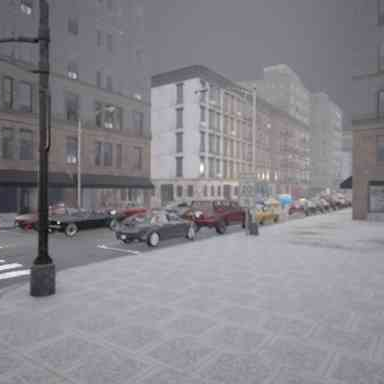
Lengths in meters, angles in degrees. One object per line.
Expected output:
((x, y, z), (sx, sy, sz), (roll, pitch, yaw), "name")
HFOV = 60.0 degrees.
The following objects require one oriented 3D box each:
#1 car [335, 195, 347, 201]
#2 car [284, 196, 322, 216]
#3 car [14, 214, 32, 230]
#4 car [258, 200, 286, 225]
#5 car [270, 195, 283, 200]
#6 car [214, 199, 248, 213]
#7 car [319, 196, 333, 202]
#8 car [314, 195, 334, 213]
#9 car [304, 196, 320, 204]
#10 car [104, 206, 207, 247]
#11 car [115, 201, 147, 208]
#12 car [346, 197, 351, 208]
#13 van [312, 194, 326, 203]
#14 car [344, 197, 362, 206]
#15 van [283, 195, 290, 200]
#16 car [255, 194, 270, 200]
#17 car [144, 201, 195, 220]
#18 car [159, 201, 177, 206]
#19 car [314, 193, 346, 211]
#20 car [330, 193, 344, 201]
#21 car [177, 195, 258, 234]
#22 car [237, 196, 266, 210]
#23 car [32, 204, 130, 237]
((38.589, 1.505, 85.994), (1.887, 1.381, 4.507), (1, 0, 35), "car")
((10.973, 1.444, 32.679), (1.967, 1.590, 4.097), (1, 0, 35), "car")
((-8.026, 1.480, 19.579), (1.887, 1.381, 4.507), (1, 0, 35), "car")
((4.855, 1.525, 23.963), (1.752, 1.417, 4.829), (1, 0, 35), "car")
((10.522, 1.471, 46.005), (1.752, 1.417, 4.829), (1, 0, 35), "car")
((4.404, 1.486, 37.290), (1.887, 1.381, 4.507), (1, 0, 35), "car")
((29.266, 1.503, 72.711), (1.887, 1.381, 4.507), (1, 0, 35), "car")
((14.080, 1.445, 37.106), (1.967, 1.590, 4.097), (1, 0, 35), "car")
((23.050, 1.520, 63.855), (1.947, 1.339, 4.313), (1, 0, 35), "car")
((-1.458, 1.548, 14.969), (2.008, 1.369, 4.403), (1, 0, 35), "car")
((-4.918, 1.377, 24.006), (1.967, 1.590, 4.097), (1, 0, 35), "car")
((20.295, 1.591, 45.962), (1.802, 1.307, 4.206), (1, 0, 35), "car")
((26.159, 1.298, 68.282), (1.690, 1.788, 3.998), (1, 0, 35), "van")
((26.511, 1.565, 54.817), (2.008, 1.369, 4.403), (1, 0, 35), "car")
((13.728, 1.289, 50.572), (1.690, 1.788, 3.998), (1, 0, 35), "van")
((5.842, 1.182, 34.895), (2.150, 2.045, 5.566), (1, 0, 35), "car")
((-1.811, 1.489, 28.435), (2.008, 1.369, 4.403), (1, 0, 35), "car")
((-0.126, 1.462, 26.421), (1.837, 1.490, 4.892), (1, 0, 35), "car")
((17.189, 1.322, 41.533), (2.192, 1.841, 5.009), (1, 0, 35), "car")
((35.483, 1.275, 81.565), (2.192, 1.841, 5.009), (1, 0, 35), "car")
((1.651, 1.313, 19.395), (2.192, 1.841, 5.009), (1, 0, 35), "car")
((7.512, 1.384, 41.717), (1.967, 1.590, 4.097), (1, 0, 35), "car")
((-5.881, 1.556, 18.219), (1.895, 1.301, 4.718), (1, 0, 32), "car")
